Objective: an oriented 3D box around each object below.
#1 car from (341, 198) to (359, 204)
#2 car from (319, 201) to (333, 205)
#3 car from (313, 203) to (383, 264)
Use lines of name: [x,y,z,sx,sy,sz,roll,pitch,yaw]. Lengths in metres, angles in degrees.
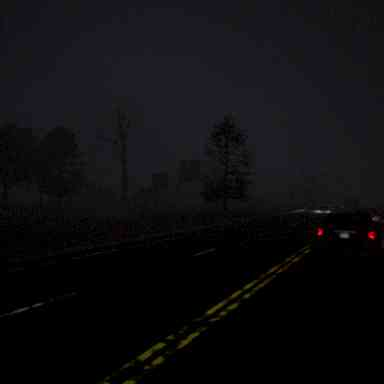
car: [24.702,1.907,51.839,2.150,2.045,5.566,0,-1,30]
car: [21.022,2.117,51.996,1.882,1.535,5.008,0,-1,30]
car: [6.144,1.496,12.881,2.097,1.767,4.553,0,-1,30]
